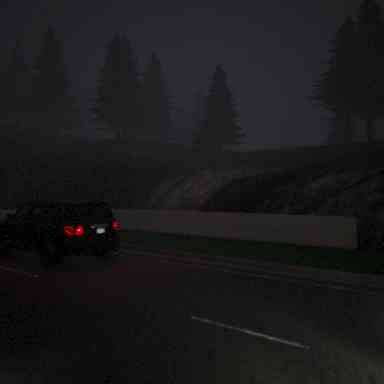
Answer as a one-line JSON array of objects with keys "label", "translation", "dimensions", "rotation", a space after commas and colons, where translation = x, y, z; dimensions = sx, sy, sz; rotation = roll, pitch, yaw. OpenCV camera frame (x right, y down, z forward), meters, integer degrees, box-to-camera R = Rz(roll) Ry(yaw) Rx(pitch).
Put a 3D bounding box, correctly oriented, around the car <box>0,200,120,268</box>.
[{"label": "car", "translation": [-4.992, 1.295, 11.874], "dimensions": [5.566, 2.045, 2.150], "rotation": [0, 0, 36]}]
